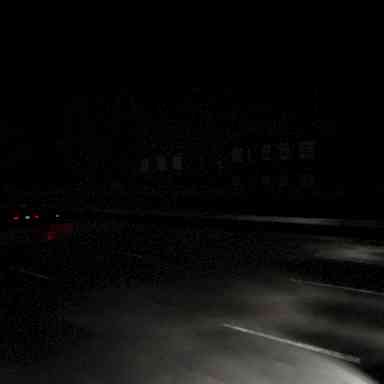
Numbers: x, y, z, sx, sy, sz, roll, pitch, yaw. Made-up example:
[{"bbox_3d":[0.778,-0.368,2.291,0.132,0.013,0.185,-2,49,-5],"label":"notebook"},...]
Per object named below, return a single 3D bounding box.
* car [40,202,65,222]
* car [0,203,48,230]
[{"bbox_3d":[-11.477,1.516,25.073,4.674,1.442,1.812,0,0,35],"label":"car"},{"bbox_3d":[-11.666,1.539,20.909,5.357,1.411,2.033,0,0,35],"label":"car"}]
